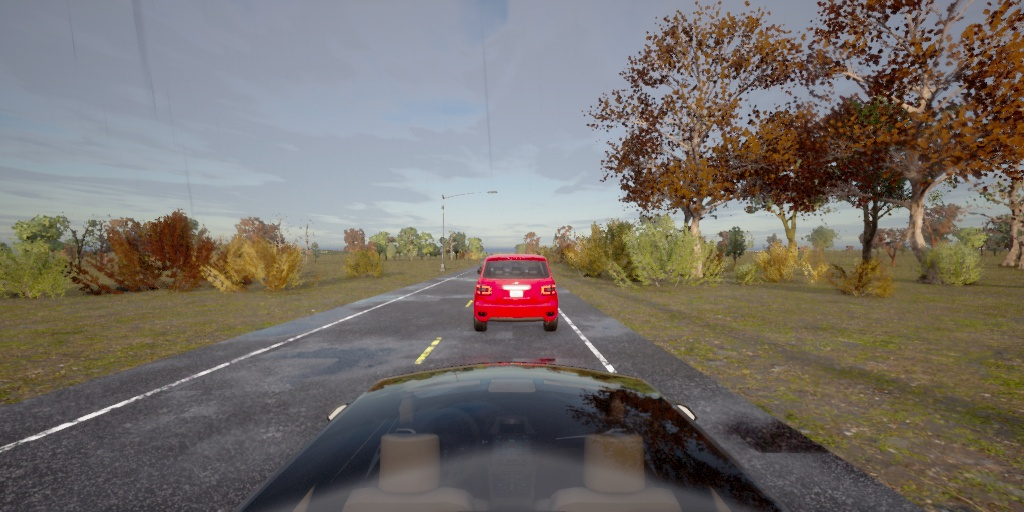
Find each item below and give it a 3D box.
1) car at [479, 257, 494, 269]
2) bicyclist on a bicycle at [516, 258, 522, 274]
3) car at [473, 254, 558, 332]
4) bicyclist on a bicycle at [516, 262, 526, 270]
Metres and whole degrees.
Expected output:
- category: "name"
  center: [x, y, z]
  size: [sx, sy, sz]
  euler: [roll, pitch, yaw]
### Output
- category: "car"
  center: [-3.934, 1.085, 56.330]
  size: [2.097, 1.767, 4.553]
  euler: [0, 0, -1]
- category: "bicyclist on a bicycle"
  center: [0.785, 1.106, 40.212]
  size: [0.659, 1.776, 1.843]
  euler: [0, 0, 0]
- category: "car"
  center: [0.078, 0.968, 11.020]
  size: [2.150, 2.045, 5.566]
  euler: [0, 0, -1]
- category: "bicyclist on a bicycle"
  center: [0.860, 1.110, 30.199]
  size: [0.659, 1.776, 1.843]
  euler: [0, 0, 0]
